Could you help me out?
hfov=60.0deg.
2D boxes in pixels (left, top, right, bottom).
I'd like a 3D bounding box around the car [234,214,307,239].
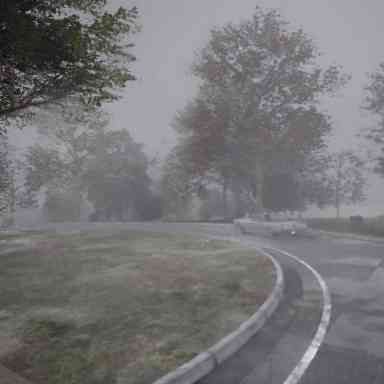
[{"bbox_3d":[4.458,1.942,19.884,1.895,1.301,4.718,0,-1,-27],"label":"car"}]
